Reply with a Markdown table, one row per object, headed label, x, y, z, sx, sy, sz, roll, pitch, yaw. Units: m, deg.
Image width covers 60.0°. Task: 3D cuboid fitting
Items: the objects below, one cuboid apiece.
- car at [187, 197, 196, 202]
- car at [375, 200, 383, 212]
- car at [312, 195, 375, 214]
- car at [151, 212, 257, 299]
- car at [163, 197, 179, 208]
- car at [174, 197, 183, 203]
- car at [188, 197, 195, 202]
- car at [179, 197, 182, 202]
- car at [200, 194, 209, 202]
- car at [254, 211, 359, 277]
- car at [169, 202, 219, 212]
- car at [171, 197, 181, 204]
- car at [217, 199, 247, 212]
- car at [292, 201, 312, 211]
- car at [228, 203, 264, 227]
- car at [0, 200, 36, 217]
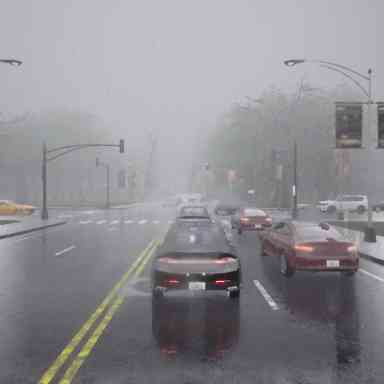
| label | x | y | z | sx | sy | sz | roll | pitch | yaw |
| --- | --- | --- | --- | --- | --- | --- | --- | --- | --- |
| car | -0.107 | 1.893 | 82.514 | 1.882 | 1.535 | 5.008 | 0 | -1 | 0 |
| car | 23.945 | 1.695 | 40.874 | 5.008 | 1.535 | 1.882 | 0 | 0 | 0 |
| car | 17.058 | 1.399 | 37.567 | 5.566 | 2.045 | 2.150 | 0 | 0 | -1 |
| car | 0.089 | 1.496 | 8.471 | 2.128 | 1.511 | 4.902 | 0 | 0 | 0 |
| car | -3.411 | 1.760 | 52.026 | 1.895 | 1.301 | 4.718 | 0 | 0 | 0 |
| car | -3.357 | 1.945 | 81.766 | 2.033 | 1.411 | 5.357 | 0 | -1 | 0 |
| car | -0.122 | 1.965 | 92.967 | 1.994 | 1.385 | 4.181 | 0 | -1 | 0 |
| car | -3.396 | 1.705 | 61.378 | 2.128 | 1.511 | 4.902 | 0 | 0 | 1 |
| car | 3.143 | 1.642 | 82.584 | 2.150 | 2.045 | 5.566 | 0 | -1 | 0 |
| car | 3.333 | 1.533 | 10.189 | 1.812 | 1.442 | 4.674 | 0 | 0 | 0 |
| car | 0.078 | 1.517 | 17.879 | 2.128 | 1.511 | 4.902 | 0 | 0 | 0 |
| car | -3.343 | 1.850 | 71.289 | 1.994 | 1.385 | 4.181 | 0 | -1 | 0 |
| car | 4.298 | 1.425 | 30.750 | 4.553 | 1.767 | 2.097 | 0 | 0 | 0 |
| car | 14.813 | 1.772 | 40.790 | 4.718 | 1.301 | 1.895 | 0 | 0 | 0 |
| car | 3.336 | 1.555 | 18.997 | 1.812 | 1.442 | 4.674 | 0 | 0 | 1 |
| car | -16.952 | 1.492 | 30.481 | 5.008 | 1.535 | 1.882 | 0 | 0 | 2 |
